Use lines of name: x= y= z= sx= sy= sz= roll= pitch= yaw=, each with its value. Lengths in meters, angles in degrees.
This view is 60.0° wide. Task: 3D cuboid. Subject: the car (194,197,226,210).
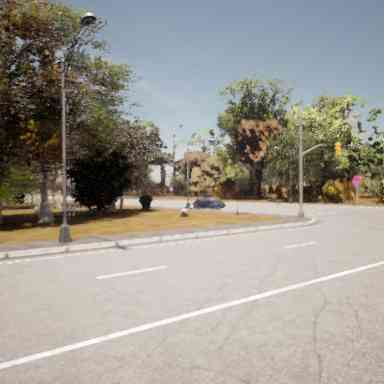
car: x=2.047 y=1.278 z=38.759 sx=1.994 sy=1.385 sz=4.181 roll=-1 pitch=1 yaw=-38
